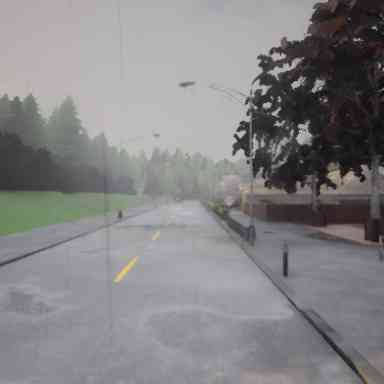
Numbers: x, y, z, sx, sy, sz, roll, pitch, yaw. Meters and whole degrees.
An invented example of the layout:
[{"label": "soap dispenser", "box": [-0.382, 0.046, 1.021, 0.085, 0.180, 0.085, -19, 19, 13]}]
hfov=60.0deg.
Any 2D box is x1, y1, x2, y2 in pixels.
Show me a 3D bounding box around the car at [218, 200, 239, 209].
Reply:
[{"label": "car", "box": [6.301, 1.920, 52.928, 5.357, 1.415, 2.033, 0, -1, -40]}]
